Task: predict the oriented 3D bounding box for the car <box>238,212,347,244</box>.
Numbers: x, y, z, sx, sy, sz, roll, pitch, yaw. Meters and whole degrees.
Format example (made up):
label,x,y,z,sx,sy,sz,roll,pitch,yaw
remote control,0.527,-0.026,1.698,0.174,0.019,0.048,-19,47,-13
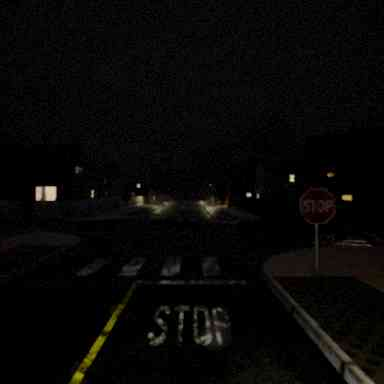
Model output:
label,x,y,z,sx,sy,sz,roll,pitch,yaw
car,4.660,1.609,15.586,4.718,1.301,1.895,0,-1,19
